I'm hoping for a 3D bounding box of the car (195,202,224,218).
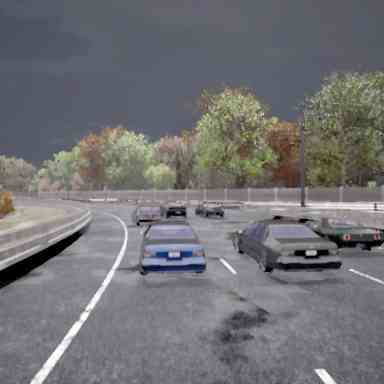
[{"bbox_3d":[1.683,1.756,32.734,1.812,1.442,4.674,0,0,-17],"label":"car"}]

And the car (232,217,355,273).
[{"bbox_3d":[2.771,1.620,10.987,2.033,1.411,5.357,0,0,-6],"label":"car"}]

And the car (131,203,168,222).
[{"bbox_3d":[-3.587,1.742,25.780,2.033,1.411,5.357,0,0,-15],"label":"car"}]

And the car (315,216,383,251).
[{"bbox_3d":[5.870,1.689,14.365,1.895,1.301,4.718,0,0,-8],"label":"car"}]

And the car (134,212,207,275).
[{"bbox_3d":[-0.724,1.628,10.808,2.033,1.411,5.357,0,0,-6],"label":"car"}]

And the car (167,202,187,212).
[{"bbox_3d":[-1.981,1.717,32.692,1.882,1.535,5.008,0,0,-18],"label":"car"}]
